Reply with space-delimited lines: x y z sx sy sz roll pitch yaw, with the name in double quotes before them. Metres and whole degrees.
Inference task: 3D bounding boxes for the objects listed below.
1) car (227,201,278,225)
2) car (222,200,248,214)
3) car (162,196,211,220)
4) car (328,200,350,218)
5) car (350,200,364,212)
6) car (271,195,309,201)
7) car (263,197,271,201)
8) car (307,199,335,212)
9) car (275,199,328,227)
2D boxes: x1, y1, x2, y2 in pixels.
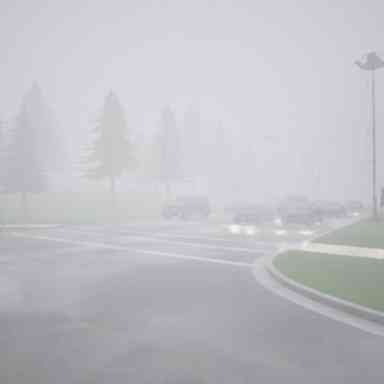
"car" 4.762 1.669 25.306 1.994 1.385 4.181 -1 0 35
"car" 5.305 1.652 38.251 1.882 1.535 5.008 -1 0 35
"car" -0.367 1.395 30.171 2.150 2.045 5.566 -1 0 35
"car" 13.176 1.596 31.181 1.812 1.442 4.674 -1 0 35
"car" 19.321 1.618 39.901 2.033 1.411 5.357 -1 0 35
"car" 10.116 1.326 32.926 2.150 2.045 5.566 -1 0 35
"car" 11.067 1.526 46.410 2.097 1.767 4.553 -1 0 35
"car" 16.092 1.652 41.399 2.033 1.411 5.357 -1 0 35
"car" 7.968 1.548 23.782 1.882 1.535 5.008 -1 0 35
